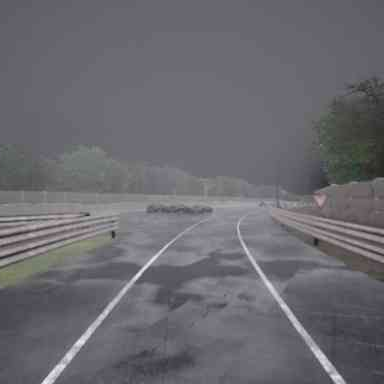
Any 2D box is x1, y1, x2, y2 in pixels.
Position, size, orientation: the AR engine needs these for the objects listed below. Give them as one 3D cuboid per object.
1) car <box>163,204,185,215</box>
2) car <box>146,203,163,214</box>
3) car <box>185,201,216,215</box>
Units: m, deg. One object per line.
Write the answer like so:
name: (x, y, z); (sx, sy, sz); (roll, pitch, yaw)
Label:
car: (-1.719, 2.454, 47.835); (1.837, 1.490, 4.892); (0, -1, 25)
car: (-4.883, 2.473, 49.331); (1.837, 1.490, 4.892); (0, -1, 25)
car: (1.446, 2.421, 46.344); (2.128, 1.511, 4.902); (0, -1, 25)
